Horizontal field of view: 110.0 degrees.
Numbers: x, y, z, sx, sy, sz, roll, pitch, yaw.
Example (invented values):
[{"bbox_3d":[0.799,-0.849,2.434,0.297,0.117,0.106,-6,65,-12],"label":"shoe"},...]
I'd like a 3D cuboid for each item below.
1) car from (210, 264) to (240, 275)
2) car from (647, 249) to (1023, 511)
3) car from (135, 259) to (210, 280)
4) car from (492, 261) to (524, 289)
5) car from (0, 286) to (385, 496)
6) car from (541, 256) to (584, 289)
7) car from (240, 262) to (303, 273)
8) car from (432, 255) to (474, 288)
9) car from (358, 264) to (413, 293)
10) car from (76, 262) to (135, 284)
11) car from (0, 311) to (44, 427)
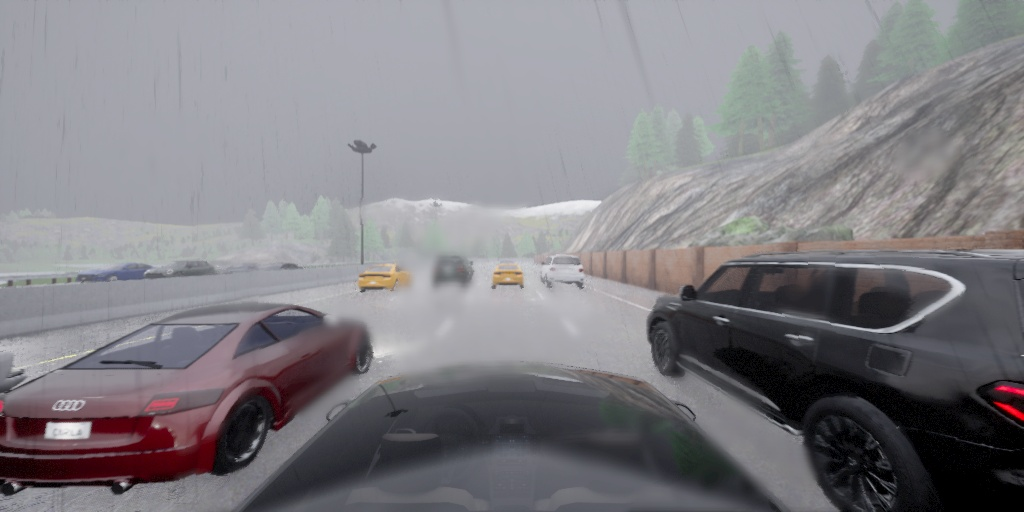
[{"bbox_3d":[-21.577,1.325,29.076,1.994,1.385,4.181,0,0,-1],"label":"car"},{"bbox_3d":[3.564,0.971,4.215,2.150,2.045,5.566,0,0,-1],"label":"car"},{"bbox_3d":[-25.043,1.112,27.236,2.097,1.767,4.553,0,0,-1],"label":"car"},{"bbox_3d":[-0.269,1.236,23.560,1.882,1.535,5.008,0,0,-1],"label":"car"},{"bbox_3d":[-3.448,1.315,4.772,1.994,1.385,4.181,0,0,-1],"label":"car"},{"bbox_3d":[3.230,0.983,23.596,2.150,2.045,5.566,0,0,-1],"label":"car"},{"bbox_3d":[-18.050,1.265,27.642,1.837,1.490,4.892,0,0,-1],"label":"car"},{"bbox_3d":[-3.772,0.982,23.699,2.150,2.045,5.566,0,0,-1],"label":"car"},{"bbox_3d":[-7.221,1.235,20.965,1.882,1.535,5.008,0,0,-1],"label":"car"},{"bbox_3d":[-28.526,1.238,26.325,1.882,1.535,5.008,0,0,-1],"label":"car"},{"bbox_3d":[-6.915,1.351,2.217,1.895,1.301,4.718,0,0,0],"label":"car"}]
